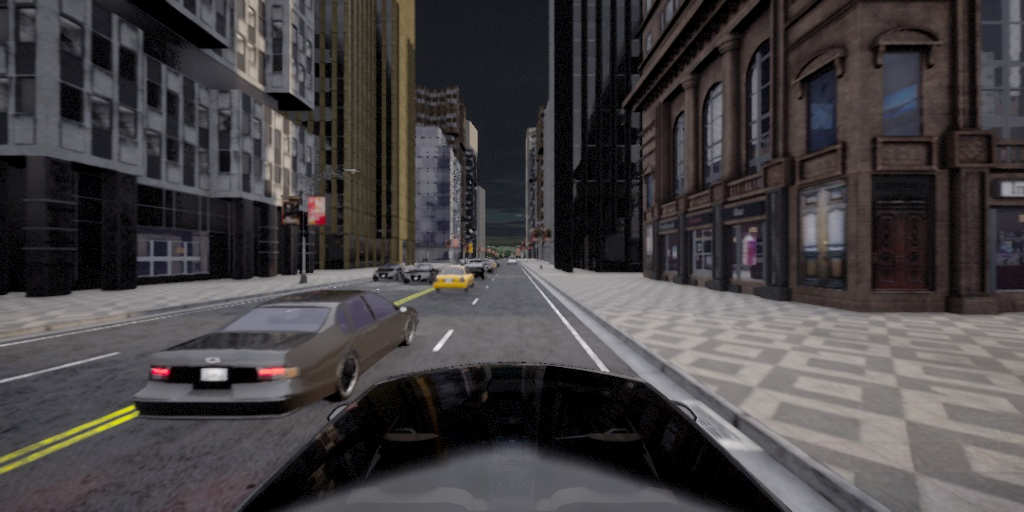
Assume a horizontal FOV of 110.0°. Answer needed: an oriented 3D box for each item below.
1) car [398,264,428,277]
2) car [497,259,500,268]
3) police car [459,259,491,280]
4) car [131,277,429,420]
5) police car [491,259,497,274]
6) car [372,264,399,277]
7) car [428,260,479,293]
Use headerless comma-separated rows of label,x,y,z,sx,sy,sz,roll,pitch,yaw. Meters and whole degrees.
car,-6.589,1.331,26.542,1.994,1.385,4.181,0,0,0
car,-3.238,1.245,53.966,1.801,1.575,5.366,0,0,0
police car,-3.243,1.197,31.886,1.930,1.638,5.238,0,0,0
car,-3.148,1.300,6.301,2.033,1.411,5.357,0,0,0
police car,-3.240,1.285,42.777,2.038,1.542,4.974,0,0,0
car,-9.838,1.334,29.417,1.994,1.385,4.181,0,0,0
car,-3.245,1.219,20.966,1.801,1.575,5.366,0,0,0
